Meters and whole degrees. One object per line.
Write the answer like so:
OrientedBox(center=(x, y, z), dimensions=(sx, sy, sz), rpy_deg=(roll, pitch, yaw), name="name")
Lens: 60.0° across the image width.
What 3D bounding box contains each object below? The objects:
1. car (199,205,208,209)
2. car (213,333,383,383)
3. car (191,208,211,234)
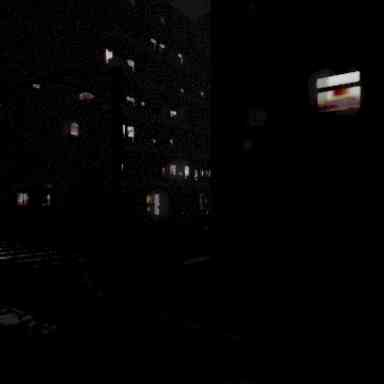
OrientedBox(center=(1.633, 2.104, 35.144), dimensions=(2.008, 1.369, 4.403), rpy_deg=(-1, -2, 35), name="car")
OrientedBox(center=(1.816, 1.442, 1.581), dimensions=(4.097, 1.590, 1.967), rpy_deg=(0, 0, 36), name="car")
OrientedBox(center=(2.105, 1.895, 20.878), dimensions=(2.008, 1.369, 4.403), rpy_deg=(-1, -2, 35), name="car")
